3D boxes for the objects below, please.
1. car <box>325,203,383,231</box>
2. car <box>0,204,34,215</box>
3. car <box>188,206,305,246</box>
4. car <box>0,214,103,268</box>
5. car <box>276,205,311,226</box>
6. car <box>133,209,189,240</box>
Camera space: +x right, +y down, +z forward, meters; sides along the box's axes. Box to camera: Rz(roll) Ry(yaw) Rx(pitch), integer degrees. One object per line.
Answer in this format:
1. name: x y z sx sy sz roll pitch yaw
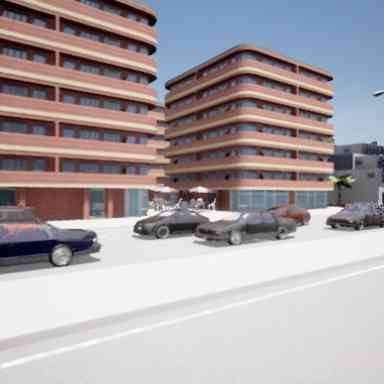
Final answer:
1. car: 10.927 1.632 21.583 5.357 1.411 2.033 0 0 -35
2. car: -7.957 1.354 12.434 4.553 1.767 2.097 0 0 -35
3. car: 2.719 1.592 15.747 5.357 1.411 2.033 0 0 -35
4. car: -5.484 1.552 9.900 5.357 1.411 2.033 0 0 -35
5. car: 6.172 1.597 22.502 4.674 1.442 1.812 0 0 -35
6. car: -0.931 1.599 17.447 4.181 1.385 1.994 0 0 -36
